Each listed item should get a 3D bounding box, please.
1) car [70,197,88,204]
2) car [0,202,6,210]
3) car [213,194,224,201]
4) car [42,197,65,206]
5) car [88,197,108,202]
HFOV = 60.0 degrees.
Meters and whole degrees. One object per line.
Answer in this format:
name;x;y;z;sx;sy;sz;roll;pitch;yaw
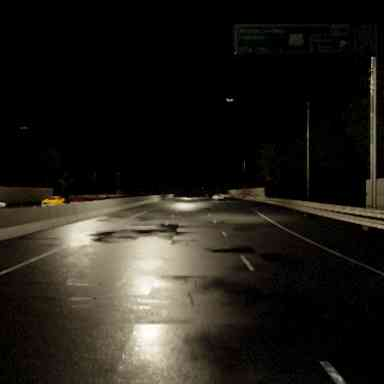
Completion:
car;-17.576;1.527;52.272;1.812;1.442;4.674;0;0;1
car;-23.887;1.599;38.887;1.895;1.301;4.718;0;0;-3
car;6.947;1.613;82.783;1.895;1.301;4.718;0;0;0
car;-21.079;1.478;50.729;1.882;1.535;5.008;0;0;0
car;-14.082;1.527;51.339;1.812;1.442;4.674;0;0;1
